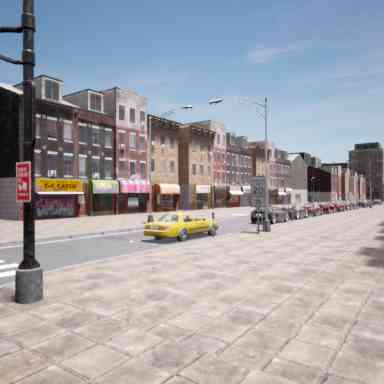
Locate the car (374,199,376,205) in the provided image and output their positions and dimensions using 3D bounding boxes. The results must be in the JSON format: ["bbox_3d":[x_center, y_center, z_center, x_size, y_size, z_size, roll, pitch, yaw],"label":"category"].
[{"bbox_3d":[35.362,2.210,67.191,1.887,1.381,4.507,-1,-2,35],"label":"car"}]

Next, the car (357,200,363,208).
[{"bbox_3d":[25.593,2.011,53.430,2.008,1.369,4.403,-1,-1,35],"label":"car"}]

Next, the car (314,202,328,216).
[{"bbox_3d":[12.568,1.819,35.080,1.802,1.307,4.206,-1,-1,35],"label":"car"}]

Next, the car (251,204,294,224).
[{"bbox_3d":[6.055,1.713,25.906,1.947,1.339,4.313,-1,-1,35],"label":"car"}]

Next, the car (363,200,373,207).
[{"bbox_3d":[32.107,2.145,62.605,2.008,1.369,4.403,-1,-1,35],"label":"car"}]

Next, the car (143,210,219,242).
[{"bbox_3d":[-0.360,1.597,16.870,1.752,1.417,4.829,-1,-1,35],"label":"car"}]

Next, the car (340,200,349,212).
[{"bbox_3d":[19.079,1.782,44.257,1.967,1.590,4.097,-1,-1,35],"label":"car"}]

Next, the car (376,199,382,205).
[{"bbox_3d":[45.131,2.458,80.951,2.008,1.369,4.403,-2,-2,35],"label":"car"}]

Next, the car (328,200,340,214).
[{"bbox_3d":[15.824,1.833,39.668,1.887,1.381,4.507,-1,-1,35],"label":"car"}]

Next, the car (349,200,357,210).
[{"bbox_3d":[22.337,1.950,48.843,2.008,1.369,4.403,-1,-1,35],"label":"car"}]

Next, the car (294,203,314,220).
[{"bbox_3d":[9.311,1.741,30.494,2.008,1.369,4.403,-1,-1,35],"label":"car"}]
